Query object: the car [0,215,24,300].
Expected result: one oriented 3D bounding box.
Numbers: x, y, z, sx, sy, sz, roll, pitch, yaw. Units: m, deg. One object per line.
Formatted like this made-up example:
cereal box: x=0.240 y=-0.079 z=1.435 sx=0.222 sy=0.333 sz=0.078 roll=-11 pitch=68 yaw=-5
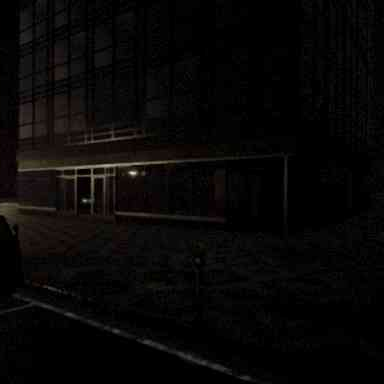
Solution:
car: x=-5.551 y=1.298 z=7.009 sx=5.009 sy=1.841 sz=2.192 roll=0 pitch=0 yaw=35
